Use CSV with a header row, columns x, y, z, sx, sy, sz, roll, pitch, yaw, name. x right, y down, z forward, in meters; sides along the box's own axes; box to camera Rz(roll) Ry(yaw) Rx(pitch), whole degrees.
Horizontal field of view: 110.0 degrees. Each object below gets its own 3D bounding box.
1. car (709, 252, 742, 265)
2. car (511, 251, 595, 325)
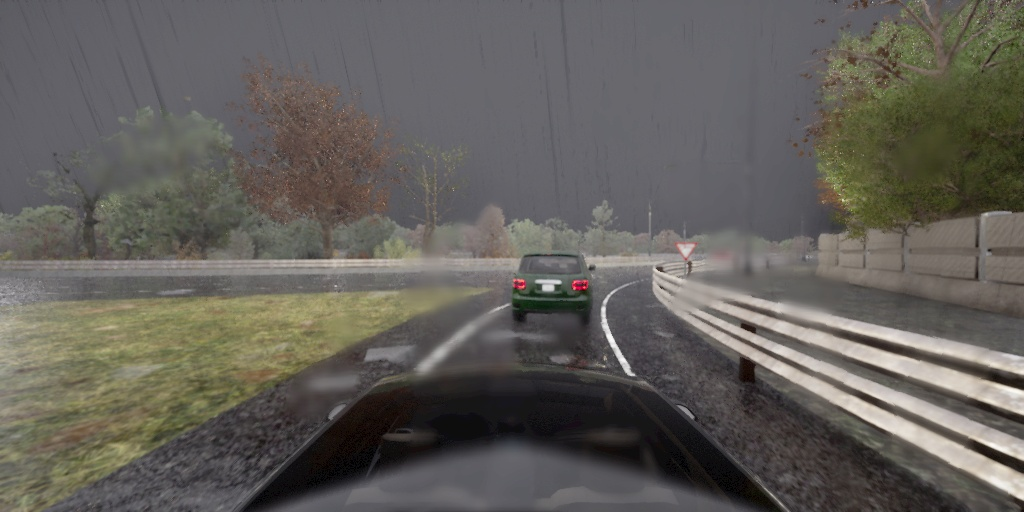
x,y,z,sx,sy,sz,roll,pitch,yaw,name
27.197,0.469,45.305,5.566,2.045,2.150,-1,1,-43,car
1.470,0.853,11.580,2.150,2.045,5.566,0,1,12,car
